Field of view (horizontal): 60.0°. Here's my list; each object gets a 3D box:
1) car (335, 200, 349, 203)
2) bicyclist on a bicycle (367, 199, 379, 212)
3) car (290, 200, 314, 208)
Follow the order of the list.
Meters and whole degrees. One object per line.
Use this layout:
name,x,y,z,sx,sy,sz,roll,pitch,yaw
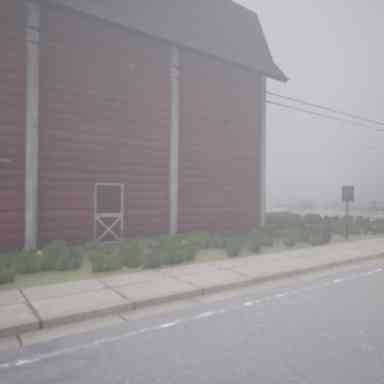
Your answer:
car,25.969,2.120,57.722,3.905,1.438,1.784,1,0,-36
bicyclist on a bicycle,23.721,1.789,43.560,1.656,1.620,0.582,0,0,-2
car,16.285,1.964,49.171,4.193,1.474,1.816,1,0,-36
